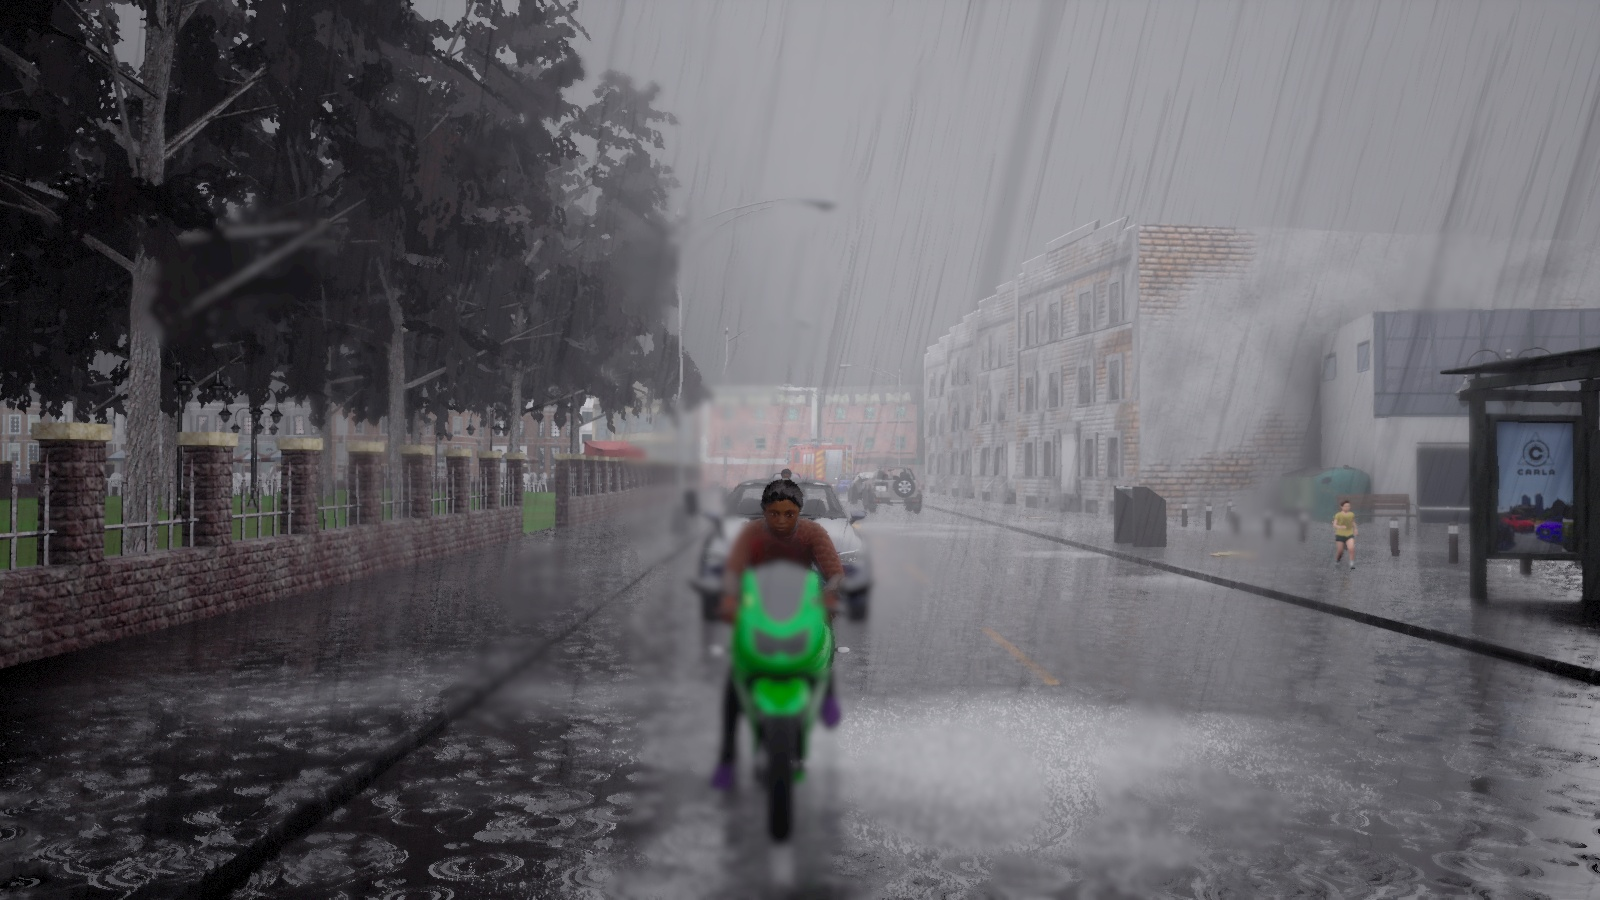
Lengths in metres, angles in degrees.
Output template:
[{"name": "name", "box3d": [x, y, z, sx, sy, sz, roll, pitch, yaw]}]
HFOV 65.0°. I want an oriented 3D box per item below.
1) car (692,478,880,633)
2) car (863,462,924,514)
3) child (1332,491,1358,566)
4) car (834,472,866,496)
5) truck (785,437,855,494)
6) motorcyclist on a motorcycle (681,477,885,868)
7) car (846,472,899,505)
[{"name": "car", "box3d": [-0.158, 1.068, 14.272, 1.816, 1.474, 4.193, 0, -1, -1]}, {"name": "car", "box3d": [3.501, 1.419, 47.891, 1.932, 1.855, 4.605, 0, -1, -1]}, {"name": "child", "box3d": [8.217, 1.184, 18.929, 0.255, 1.110, 0.394, 0, -1, 8]}, {"name": "car", "box3d": [3.144, 2.156, 80.022, 1.816, 1.474, 4.193, 0, -1, -1]}, {"name": "truck", "box3d": [1.304, 1.139, 89.507, 2.891, 3.827, 8.468, 0, -1, -14]}, {"name": "motorcyclist on a motorcycle", "box3d": [-0.078, 0.897, 5.979, 0.797, 1.523, 2.044, 0, -1, -1]}, {"name": "car", "box3d": [3.373, 1.797, 59.464, 2.163, 1.488, 4.792, 0, -1, -1]}]
